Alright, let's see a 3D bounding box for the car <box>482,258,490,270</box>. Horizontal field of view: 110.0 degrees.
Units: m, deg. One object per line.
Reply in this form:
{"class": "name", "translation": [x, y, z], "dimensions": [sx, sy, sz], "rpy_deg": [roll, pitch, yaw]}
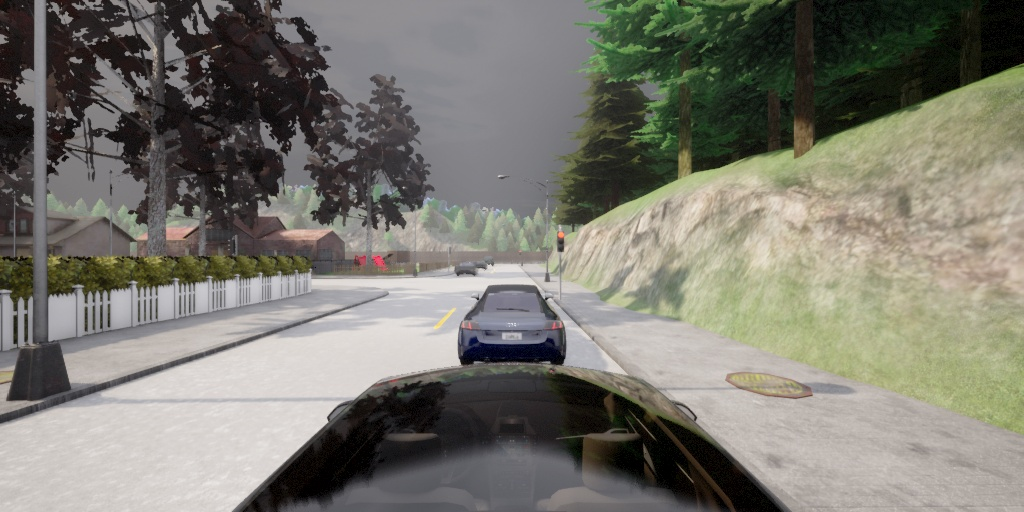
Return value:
{"class": "car", "translation": [-4.549, 1.350, 50.791], "dimensions": [1.895, 1.301, 4.718], "rpy_deg": [0, 0, 0]}

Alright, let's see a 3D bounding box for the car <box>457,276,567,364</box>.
{"class": "car", "translation": [0.004, 1.314, 8.014], "dimensions": [1.994, 1.385, 4.181], "rpy_deg": [0, 0, 0]}

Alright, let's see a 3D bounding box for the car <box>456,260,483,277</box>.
{"class": "car", "translation": [-4.413, 1.297, 35.935], "dimensions": [2.033, 1.411, 5.357], "rpy_deg": [0, 0, -1]}
